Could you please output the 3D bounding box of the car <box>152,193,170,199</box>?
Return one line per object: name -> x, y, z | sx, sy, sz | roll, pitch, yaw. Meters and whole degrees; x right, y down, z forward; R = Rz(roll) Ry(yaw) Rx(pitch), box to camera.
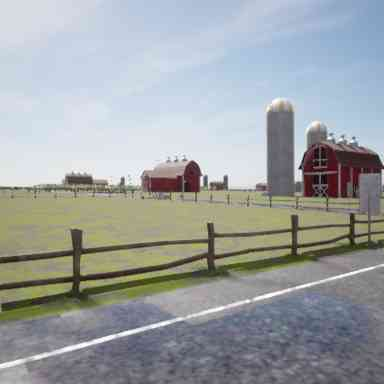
car -> -6.007, 0.774, 65.283 | 1.895, 1.301, 4.718 | -1, 1, -36
